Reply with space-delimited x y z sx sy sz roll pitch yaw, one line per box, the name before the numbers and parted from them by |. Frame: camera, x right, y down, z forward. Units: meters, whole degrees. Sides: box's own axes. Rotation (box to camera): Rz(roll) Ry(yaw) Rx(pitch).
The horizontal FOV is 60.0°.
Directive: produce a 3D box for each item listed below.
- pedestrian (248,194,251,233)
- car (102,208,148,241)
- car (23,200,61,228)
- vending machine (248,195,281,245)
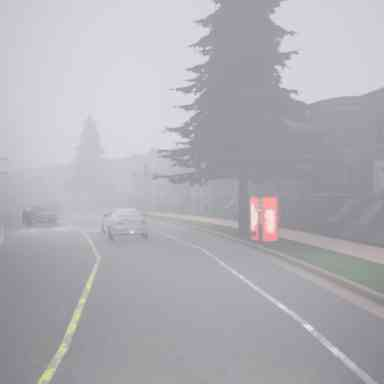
pedestrian | 2.755 1.021 15.905 0.375 1.860 0.375 0 0 -18
car | -3.493 1.545 17.043 1.812 1.442 4.674 0 0 -21
car | -10.619 1.572 23.229 1.837 1.490 4.892 0 0 -32
vending machine | 3.160 1.168 14.592 1.100 2.100 0.880 0 0 -16
